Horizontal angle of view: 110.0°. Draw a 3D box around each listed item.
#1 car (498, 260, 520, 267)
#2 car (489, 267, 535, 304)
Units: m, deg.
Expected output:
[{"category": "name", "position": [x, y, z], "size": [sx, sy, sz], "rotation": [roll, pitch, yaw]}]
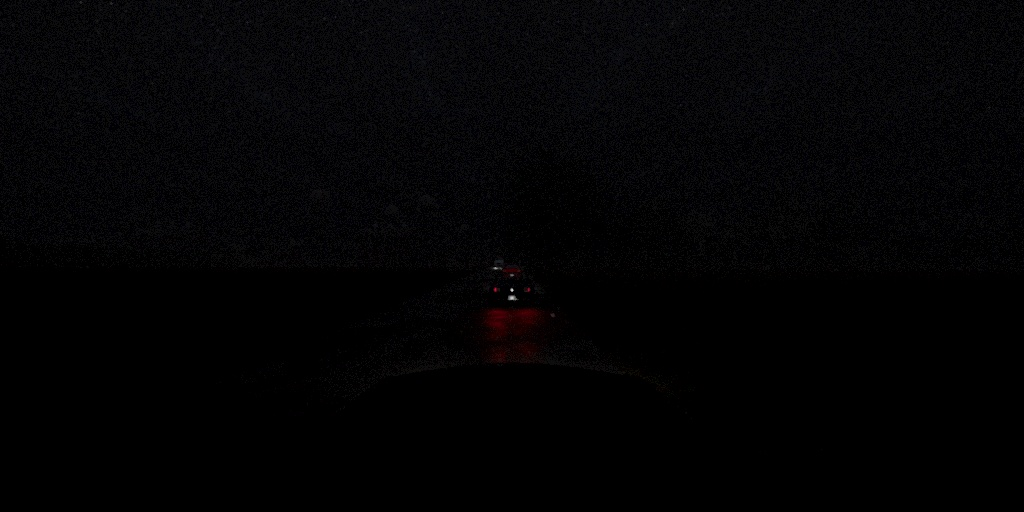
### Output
[{"category": "car", "position": [0.000, 1.357, 31.503], "size": [1.812, 1.442, 4.674], "rotation": [0, 0, 0]}, {"category": "car", "position": [0.000, 1.381, 16.531], "size": [1.895, 1.301, 4.718], "rotation": [0, 0, 0]}]
